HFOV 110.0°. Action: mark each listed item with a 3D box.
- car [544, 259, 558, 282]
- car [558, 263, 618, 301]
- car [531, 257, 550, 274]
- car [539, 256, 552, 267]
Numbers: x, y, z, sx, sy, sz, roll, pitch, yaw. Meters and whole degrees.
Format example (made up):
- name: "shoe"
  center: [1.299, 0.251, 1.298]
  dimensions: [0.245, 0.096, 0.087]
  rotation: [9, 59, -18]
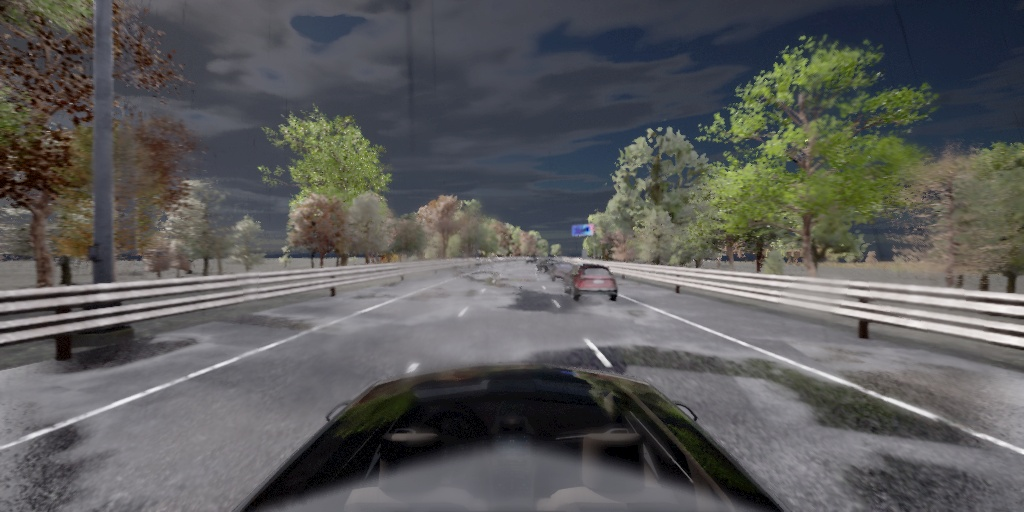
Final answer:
- name: "car"
  center: [3.892, 1.211, 28.005]
  dimensions: [2.033, 1.411, 5.357]
  rotation: [0, 0, 2]
- name: "car"
  center: [3.619, 1.135, 17.131]
  dimensions: [2.033, 1.649, 4.856]
  rotation: [0, 0, 1]
- name: "car"
  center: [3.914, 1.131, 39.676]
  dimensions: [1.837, 1.490, 4.892]
  rotation: [1, 0, -12]
- name: "car"
  center: [5.621, 0.926, 60.559]
  dimensions: [2.097, 1.767, 4.553]
  rotation: [0, 0, 4]
